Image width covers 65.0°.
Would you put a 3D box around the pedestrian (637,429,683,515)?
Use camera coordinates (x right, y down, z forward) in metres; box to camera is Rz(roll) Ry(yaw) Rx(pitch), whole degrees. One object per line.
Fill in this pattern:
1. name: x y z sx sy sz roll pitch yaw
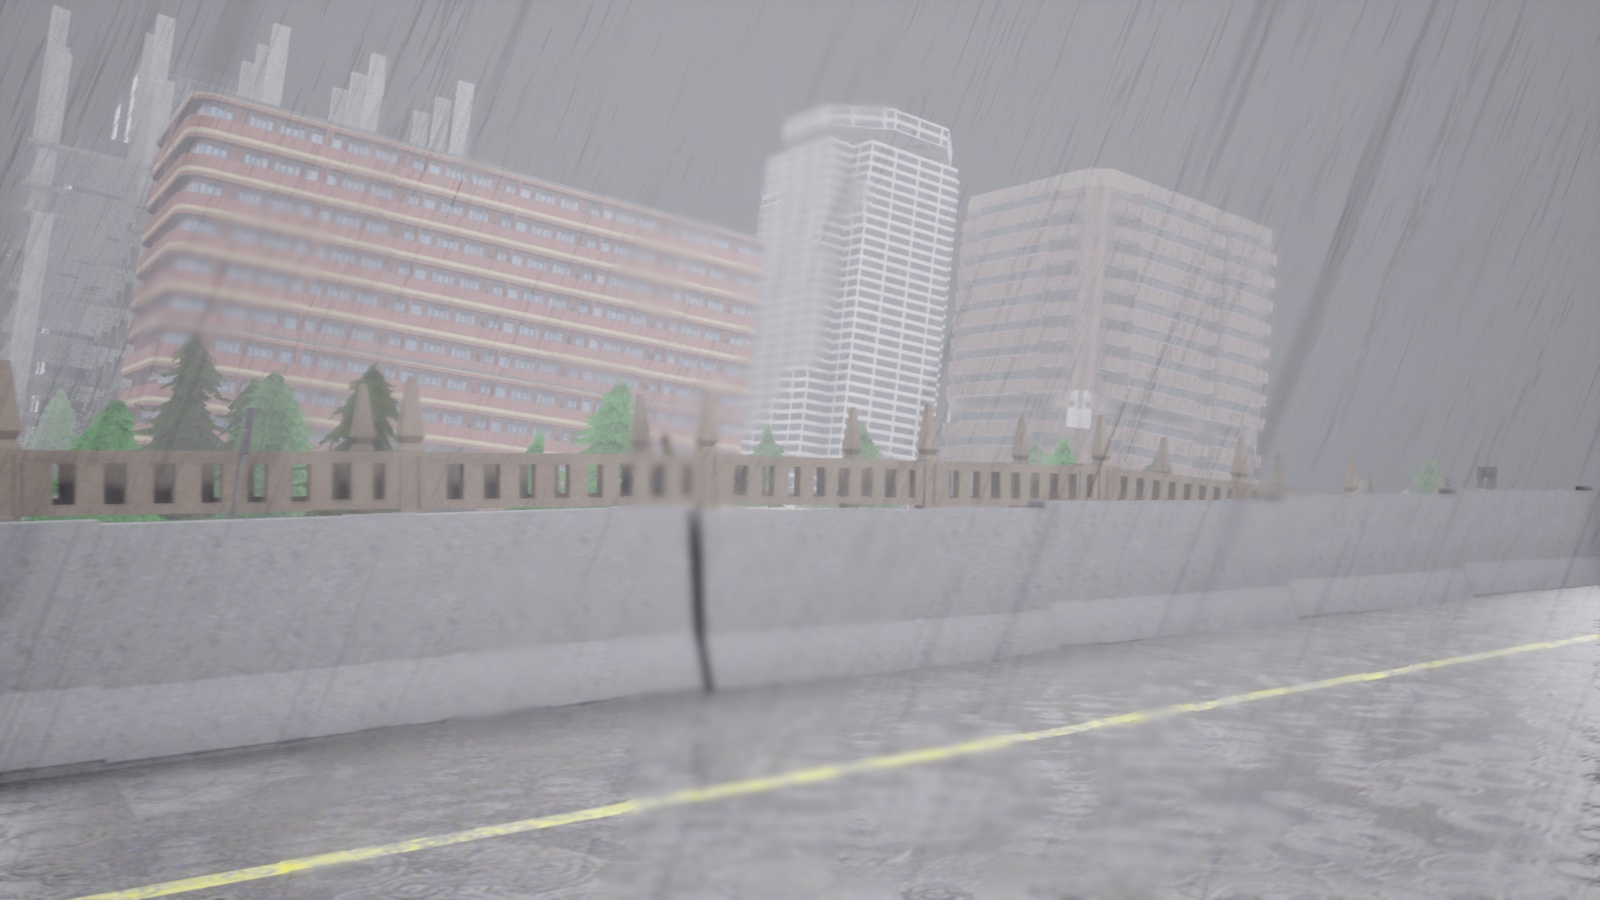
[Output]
1. pedestrian: -3.109 0.487 27.944 0.726 1.835 0.370 9 -5 -34
